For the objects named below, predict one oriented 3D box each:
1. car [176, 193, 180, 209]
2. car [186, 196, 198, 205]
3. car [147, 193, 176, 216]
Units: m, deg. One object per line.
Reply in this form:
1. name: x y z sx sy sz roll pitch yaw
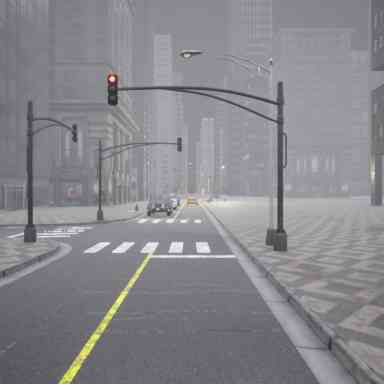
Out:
1. car: -3.079 1.225 43.365 2.150 2.045 5.566 0 0 0
2. car: 0.024 1.490 57.595 1.882 1.535 5.008 0 0 0
3. car: -3.082 1.222 32.918 2.150 2.045 5.566 0 0 0
